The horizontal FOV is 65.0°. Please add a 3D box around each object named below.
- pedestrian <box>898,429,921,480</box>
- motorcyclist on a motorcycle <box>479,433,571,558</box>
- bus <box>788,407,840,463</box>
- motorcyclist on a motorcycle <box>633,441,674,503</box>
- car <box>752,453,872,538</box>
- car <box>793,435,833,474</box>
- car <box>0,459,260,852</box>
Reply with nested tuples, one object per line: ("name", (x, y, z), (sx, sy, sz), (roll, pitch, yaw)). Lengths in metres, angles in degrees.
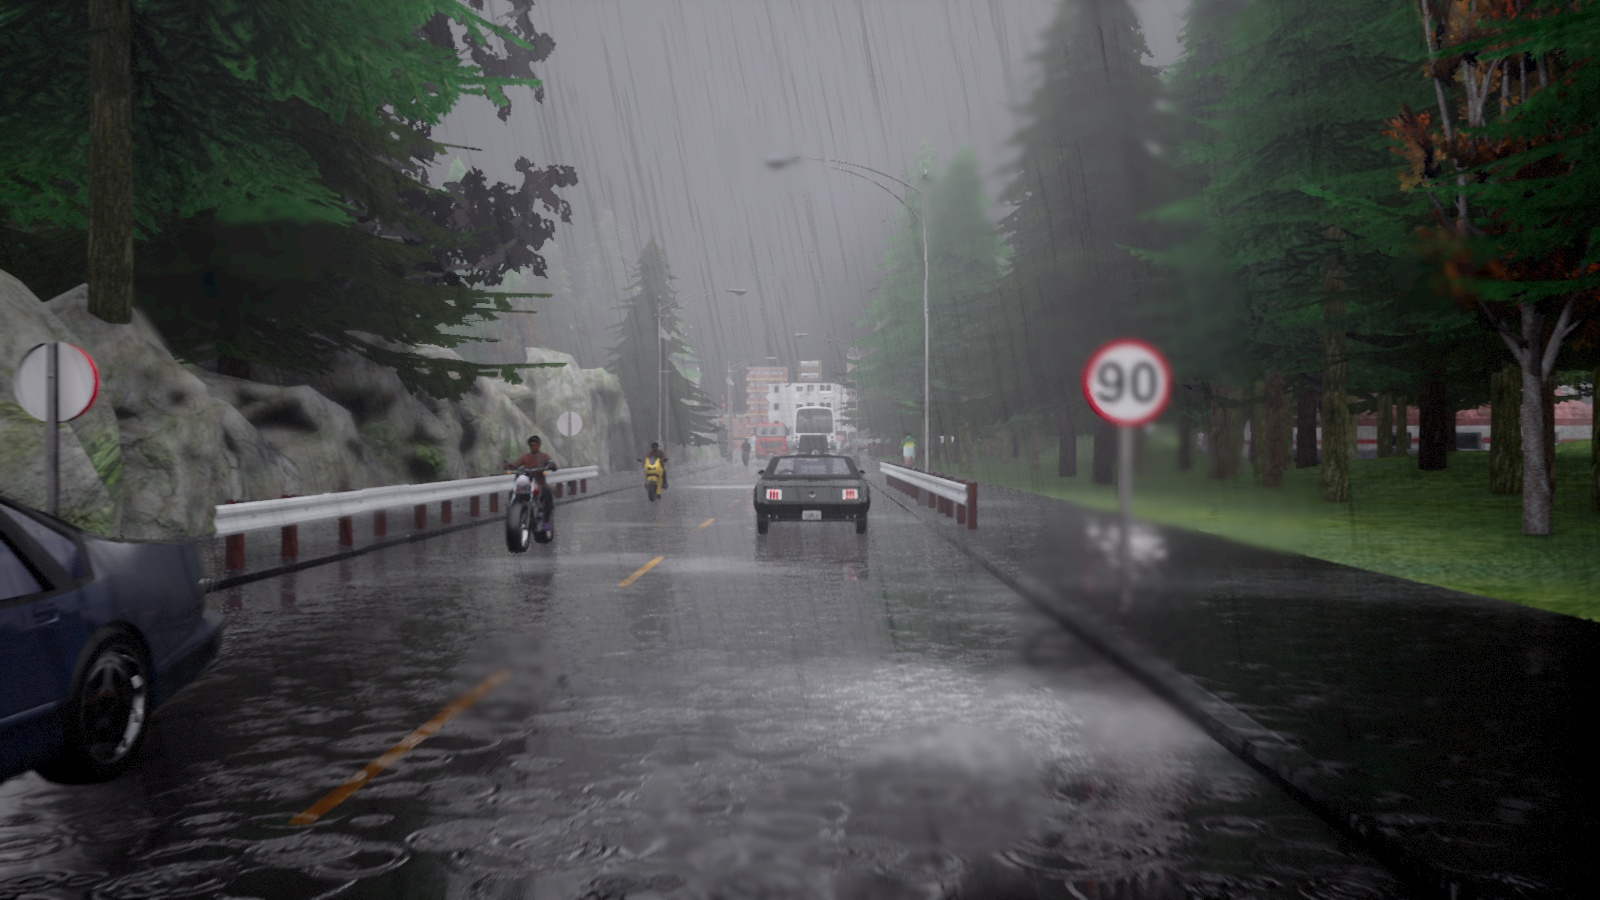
("pedestrian", (4.222, 0.186, 48.472), (0.659, 1.952, 0.873), (0, 0, -12))
("motorcyclist on a motorcycle", (-3.833, 0.594, 17.711), (0.766, 1.649, 2.350), (0, 0, 0))
("bus", (1.122, -1.189, 99.382), (3.944, 4.253, 10.273), (0, 1, 1))
("motorcyclist on a motorcycle", (-3.715, 0.545, 32.027), (0.797, 1.523, 2.044), (0, 0, 1))
("car", (0.204, 0.722, 22.175), (1.895, 1.301, 4.718), (0, 0, 0))
("car", (0.650, 0.192, 62.198), (1.905, 1.878, 3.866), (0, 0, 1))
("car", (-3.947, 0.768, 4.093), (2.033, 1.411, 5.357), (0, 0, 0))
